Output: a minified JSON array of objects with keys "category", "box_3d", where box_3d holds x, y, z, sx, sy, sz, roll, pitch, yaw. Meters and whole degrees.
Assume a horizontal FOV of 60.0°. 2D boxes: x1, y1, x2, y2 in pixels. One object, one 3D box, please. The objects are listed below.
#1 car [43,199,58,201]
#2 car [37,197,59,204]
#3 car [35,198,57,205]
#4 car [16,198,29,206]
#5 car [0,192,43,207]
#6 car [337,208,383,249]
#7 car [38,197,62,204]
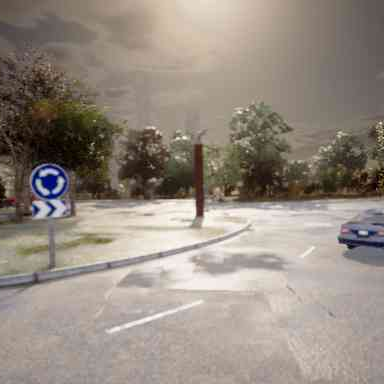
[{"category":"car","box_3d":[-33.347,1.919,79.718,4.892,1.521,2.231,-3,-1,-35]},{"category":"car","box_3d":[-36.470,2.206,84.247,4.892,1.521,2.231,-3,-1,-35]},{"category":"car","box_3d":[-38.014,2.375,86.518,4.792,1.488,2.163,-3,-1,-35]},{"category":"car","box_3d":[-42.008,2.420,82.505,2.097,1.767,4.553,-3,-1,-35]},{"category":"car","box_3d":[-26.730,1.096,51.589,5.566,2.045,2.150,-2,2,-18]},{"category":"car","box_3d":[7.329,1.329,12.527,5.357,1.411,2.033,-1,1,-45]},{"category":"car","box_3d":[-34.914,2.063,81.980,5.008,1.535,2.097,-3,-1,-35]}]
